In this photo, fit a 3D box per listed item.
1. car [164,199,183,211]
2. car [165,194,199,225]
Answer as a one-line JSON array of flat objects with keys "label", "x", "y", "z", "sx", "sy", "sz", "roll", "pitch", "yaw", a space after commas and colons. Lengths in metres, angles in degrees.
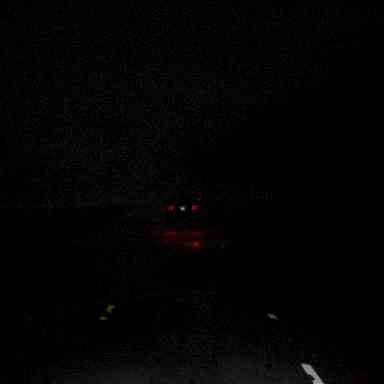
[{"label": "car", "x": -2.351, "y": 1.569, "z": 41.655, "sx": 2.033, "sy": 1.411, "sz": 5.357, "roll": 0, "pitch": 0, "yaw": -6}, {"label": "car", "x": -0.762, "y": 1.182, "z": 23.805, "sx": 2.150, "sy": 2.045, "sz": 5.566, "roll": 0, "pitch": 0, "yaw": -4}]
